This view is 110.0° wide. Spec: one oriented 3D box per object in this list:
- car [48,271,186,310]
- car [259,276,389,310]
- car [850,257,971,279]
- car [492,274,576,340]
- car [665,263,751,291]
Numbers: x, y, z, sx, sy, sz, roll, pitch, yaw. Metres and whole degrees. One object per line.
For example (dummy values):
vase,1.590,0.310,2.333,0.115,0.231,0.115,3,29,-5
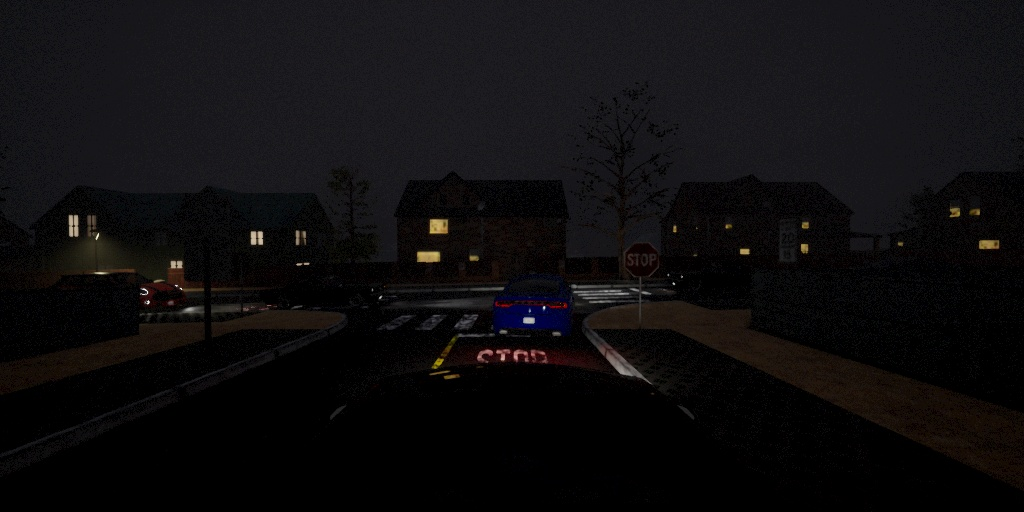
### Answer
car,-16.806,1.471,15.282,4.553,1.767,2.097,-1,1,0
car,-7.819,1.506,15.294,4.718,1.301,1.895,-1,1,0
car,20.047,0.753,18.271,5.357,1.411,2.033,-1,1,0
car,0.782,1.226,10.090,1.882,1.535,5.008,0,0,10
car,10.402,1.034,18.230,4.718,1.301,1.895,-1,1,-1
